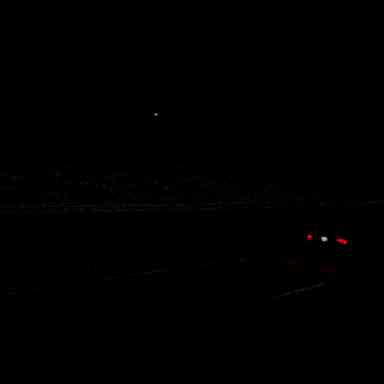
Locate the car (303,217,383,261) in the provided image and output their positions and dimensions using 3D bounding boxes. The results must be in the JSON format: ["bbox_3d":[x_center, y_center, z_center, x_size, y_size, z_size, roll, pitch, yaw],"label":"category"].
[{"bbox_3d":[6.585,1.692,12.853,5.357,1.411,2.033,1,0,-35],"label":"car"}]
